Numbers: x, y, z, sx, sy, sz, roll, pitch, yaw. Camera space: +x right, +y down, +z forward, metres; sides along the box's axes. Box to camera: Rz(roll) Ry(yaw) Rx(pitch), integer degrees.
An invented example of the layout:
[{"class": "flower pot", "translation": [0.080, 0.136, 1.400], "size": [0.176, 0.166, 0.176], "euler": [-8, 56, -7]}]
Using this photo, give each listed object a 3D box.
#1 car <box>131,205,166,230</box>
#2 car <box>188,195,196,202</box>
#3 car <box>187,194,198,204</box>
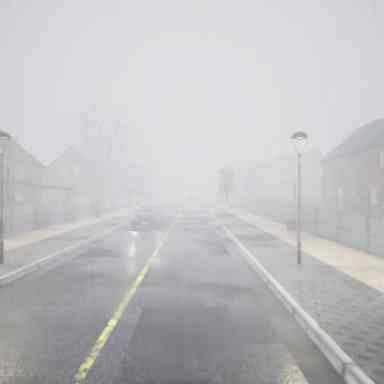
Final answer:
[{"class": "car", "translation": [-2.749, 1.581, 21.855], "size": [1.812, 1.442, 4.674], "euler": [0, 0, 0]}, {"class": "car", "translation": [0.085, 1.527, 80.097], "size": [1.812, 1.442, 4.674], "euler": [0, 0, 0]}, {"class": "car", "translation": [0.074, 1.371, 69.707], "size": [2.150, 2.045, 5.566], "euler": [0, 0, 0]}]
